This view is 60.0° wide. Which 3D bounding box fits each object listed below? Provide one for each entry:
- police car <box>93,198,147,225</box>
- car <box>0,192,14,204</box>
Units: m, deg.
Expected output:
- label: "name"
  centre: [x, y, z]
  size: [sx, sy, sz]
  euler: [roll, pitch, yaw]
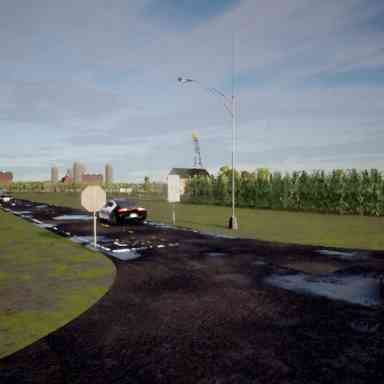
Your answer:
- label: "police car"
  centre: [-4.907, 1.211, 21.739]
  size: [2.038, 1.542, 4.974]
  euler: [-1, 1, -36]
- label: "car"
  centre: [-25.443, 0.758, 45.159]
  size: [2.128, 1.511, 4.902]
  euler: [-1, 1, -36]
